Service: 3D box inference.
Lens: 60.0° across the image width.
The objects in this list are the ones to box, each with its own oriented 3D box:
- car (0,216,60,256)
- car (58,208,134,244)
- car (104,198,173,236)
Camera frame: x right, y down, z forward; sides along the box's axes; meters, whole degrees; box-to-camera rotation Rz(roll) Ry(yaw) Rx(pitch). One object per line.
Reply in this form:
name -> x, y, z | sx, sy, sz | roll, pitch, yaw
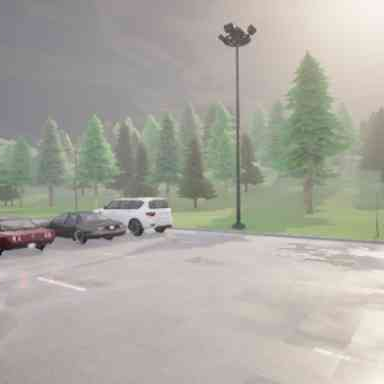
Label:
car -> -7.796, 1.732, 13.739 | 4.718, 1.301, 1.895 | -1, 0, 36
car -> -5.667, 1.678, 16.519 | 5.357, 1.411, 2.033 | -1, 0, 36
car -> -3.657, 1.347, 19.385 | 5.566, 2.045, 2.150 | 0, 0, 36
